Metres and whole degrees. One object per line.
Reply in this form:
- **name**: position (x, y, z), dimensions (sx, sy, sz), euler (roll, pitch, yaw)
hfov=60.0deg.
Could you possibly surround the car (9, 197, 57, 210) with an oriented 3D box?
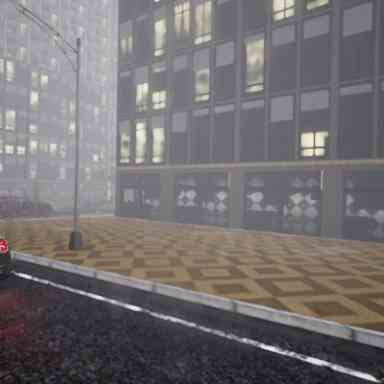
- **car**: position (-18.941, 1.375, 39.847), dimensions (1.752, 1.417, 4.829), euler (1, 0, 36)

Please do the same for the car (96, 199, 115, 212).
- **car**: position (-8.647, 1.622, 39.680), dimensions (1.752, 1.417, 4.829), euler (1, 0, 36)

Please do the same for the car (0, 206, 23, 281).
- **car**: position (-6.526, 1.280, 8.336), dimensions (4.553, 1.767, 2.097), euler (1, 0, 35)

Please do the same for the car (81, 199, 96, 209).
- **car**: position (-12.365, 1.578, 44.377), dimensions (1.895, 1.301, 4.718), euler (2, 0, 36)

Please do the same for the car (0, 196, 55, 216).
- **car**: position (-15.446, 1.309, 30.470), dimensions (2.192, 1.841, 5.009), euler (1, 0, 36)
